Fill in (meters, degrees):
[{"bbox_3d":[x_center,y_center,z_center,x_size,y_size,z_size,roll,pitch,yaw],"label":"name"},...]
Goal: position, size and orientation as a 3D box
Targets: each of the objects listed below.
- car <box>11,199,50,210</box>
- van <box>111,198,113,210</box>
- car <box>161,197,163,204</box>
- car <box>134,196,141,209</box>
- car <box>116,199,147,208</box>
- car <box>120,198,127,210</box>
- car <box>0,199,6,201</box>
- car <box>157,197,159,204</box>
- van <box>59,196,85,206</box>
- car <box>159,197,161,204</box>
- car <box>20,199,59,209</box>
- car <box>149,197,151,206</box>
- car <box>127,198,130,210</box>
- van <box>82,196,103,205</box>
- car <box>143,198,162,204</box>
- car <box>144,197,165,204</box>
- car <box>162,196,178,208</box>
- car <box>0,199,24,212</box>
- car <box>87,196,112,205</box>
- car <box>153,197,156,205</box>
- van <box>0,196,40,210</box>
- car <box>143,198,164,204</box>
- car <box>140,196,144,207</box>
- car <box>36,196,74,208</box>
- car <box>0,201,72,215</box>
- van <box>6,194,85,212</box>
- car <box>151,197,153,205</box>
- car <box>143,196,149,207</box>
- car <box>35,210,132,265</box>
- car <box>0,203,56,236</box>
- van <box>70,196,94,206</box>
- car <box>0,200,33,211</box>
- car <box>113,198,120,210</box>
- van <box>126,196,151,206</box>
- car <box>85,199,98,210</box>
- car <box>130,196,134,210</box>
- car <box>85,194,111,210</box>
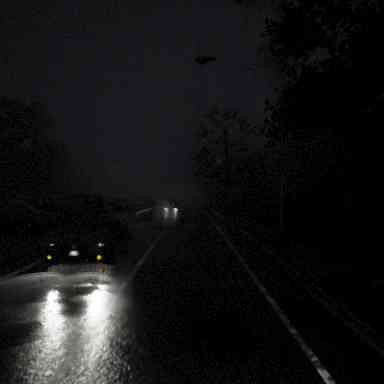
[{"bbox_3d":[-23.390,1.798,48.351,4.674,1.452,2.002,0,-1,0],"label":"car"},{"bbox_3d":[-10.199,1.280,31.711,4.442,1.987,1.878,0,-1,0],"label":"van"},{"bbox_3d":[-10.109,2.256,78.765,5.366,1.575,1.946,0,-1,0],"label":"car"},{"bbox_3d":[-10.124,1.713,45.587,5.366,1.575,1.946,0,-1,0],"label":"car"},{"bbox_3d":[-10.275,1.915,56.690,4.792,1.488,2.163,0,-1,0],"label":"car"},{"bbox_3d":[-10.307,1.590,37.259,5.008,1.535,2.097,0,-1,0],"label":"car"},{"bbox_3d":[-23.364,1.338,37.276,5.566,2.045,2.435,0,-1,0],"label":"car"},{"bbox_3d":[-10.291,2.148,73.346,4.892,1.521,2.231,0,-1,0],"label":"car"},{"bbox_3d":[-23.497,1.787,65.100,4.442,1.987,1.878,0,-1,0],"label":"van"},{"bbox_3d":[-10.481,2.198,76.113,5.366,1.575,1.946,0,-1,0],"label":"car"},{"bbox_3d":[-23.381,1.802,51.246,5.008,1.535,2.097,0,-1,0],"label":"car"},{"bbox_3d":[-10.274,1.957,59.466,4.792,1.488,2.163,0,-1,0],"label":"car"},{"bbox_3d":[-10.280,1.507,40.037,4.553,1.767,2.185,0,-1,0],"label":"car"},{"bbox_3d":[-23.491,2.034,78.817,4.442,1.987,1.878,0,-1,0],"label":"van"},{"bbox_3d":[-10.297,2.459,87.212,4.892,1.521,2.231,0,-1,0],"label":"car"},{"bbox_3d":[-10.317,2.339,92.769,5.566,2.045,2.435,0,-1,0],"label":"car"},{"bbox_3d":[-3.347,1.861,54.876,1.837,1.490,4.892,0,-1,0],"label":"car"},{"bbox_3d":[-23.386,1.634,40.167,5.008,1.535,2.097,0,-1,0],"label":"car"},{"bbox_3d":[-23.400,2.141,84.480,5.566,2.045,2.435,0,-1,0],"label":"car"},{"bbox_3d":[-10.329,2.083,67.794,4.792,1.488,2.163,0,-1,0],"label":"car"},{"bbox_3d":[-23.506,1.490,45.585,4.442,1.987,1.878,0,-1,0],"label":"van"},{"bbox_3d":[-10.475,2.521,89.988,5.366,1.575,1.946,0,-1,0],"label":"car"},{"bbox_3d":[-10.313,1.802,51.139,4.892,1.521,2.231,0,-1,0],"label":"car"},{"bbox_3d":[-23.356,1.635,56.791,5.566,2.045,2.435,0,-1,0],"label":"car"},{"bbox_3d":[-10.323,1.496,20.623,4.674,1.452,2.002,0,0,0],"label":"car"},{"bbox_3d":[-10.202,1.228,23.399,4.442,1.987,1.878,0,0,0],"label":"van"},{"bbox_3d":[-10.273,1.999,62.241,4.792,1.488,2.163,0,-1,0],"label":"car"},{"bbox_3d":[-10.120,1.840,53.914,5.366,1.575,1.946,0,-1,0],"label":"car"},{"bbox_3d":[-3.350,1.542,11.423,1.994,1.385,4.181,0,0,0],"label":"car"},{"bbox_3d":[-10.292,1.488,17.845,4.792,1.488,2.163,0,0,0],"label":"car"},{"bbox_3d":[-23.269,1.874,70.655,4.442,1.987,1.878,0,-1,0],"label":"van"},{"bbox_3d":[-23.388,1.716,42.937,4.674,1.452,2.002,0,-1,0],"label":"car"},{"bbox_3d":[-10.317,1.588,34.483,4.674,1.452,2.002,0,-1,0],"label":"car"},{"bbox_3d":[-10.417,1.786,65.021,4.442,1.987,1.878,0,-1,0],"label":"van"},{"bbox_3d":[-10.347,1.481,26.181,4.792,1.488,2.163,0,0,0],"label":"car"},{"bbox_3d":[-10.279,1.549,42.813,4.553,1.767,2.185,0,-1,0],"label":"car"},{"bbox_3d":[-10.345,1.212,28.935,5.566,2.045,2.435,0,-1,0],"label":"car"}]
